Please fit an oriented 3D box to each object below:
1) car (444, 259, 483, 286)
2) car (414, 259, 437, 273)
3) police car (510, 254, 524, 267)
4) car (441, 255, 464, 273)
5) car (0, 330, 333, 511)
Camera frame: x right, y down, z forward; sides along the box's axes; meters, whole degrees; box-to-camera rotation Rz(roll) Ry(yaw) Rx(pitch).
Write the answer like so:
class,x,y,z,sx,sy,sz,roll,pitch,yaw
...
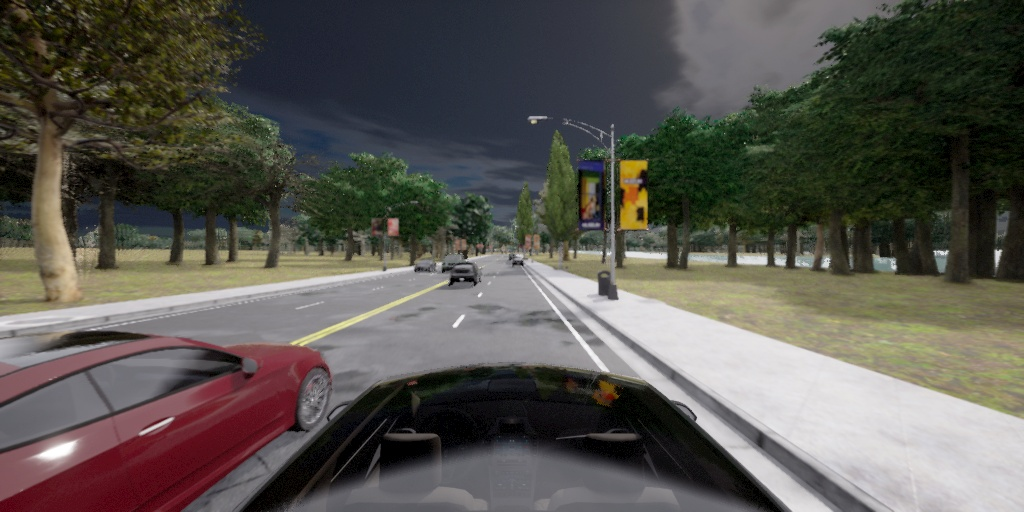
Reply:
class,x,y,z,sx,sy,sz,roll,pitch,yaw
car,-3.145,1.208,24.832,1.837,1.490,4.892,0,0,0
car,-9.827,1.144,41.028,1.837,1.490,4.892,0,0,0
police car,0.989,0.961,58.536,1.930,1.638,5.238,0,0,0
car,-6.580,0.861,40.952,2.150,2.045,5.566,0,0,0
car,-3.164,1.276,2.592,1.812,1.442,4.674,0,0,0
